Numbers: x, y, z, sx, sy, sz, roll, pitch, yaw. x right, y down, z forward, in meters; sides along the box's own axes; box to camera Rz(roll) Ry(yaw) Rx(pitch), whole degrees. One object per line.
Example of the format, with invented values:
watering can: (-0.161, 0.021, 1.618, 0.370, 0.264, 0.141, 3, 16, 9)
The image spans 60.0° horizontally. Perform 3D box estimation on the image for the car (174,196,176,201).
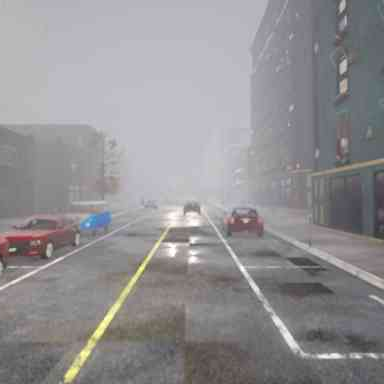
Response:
car: (-5.674, 1.860, 86.729, 1.947, 1.339, 4.313, 1, 0, 0)

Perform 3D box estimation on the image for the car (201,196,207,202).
car: (2.706, 1.800, 81.272, 1.752, 1.417, 4.829, 1, 0, 0)

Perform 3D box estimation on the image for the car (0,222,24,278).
car: (-5.753, 1.569, 7.119, 1.887, 1.381, 4.507, 1, 0, 0)

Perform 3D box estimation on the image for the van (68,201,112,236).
van: (-5.672, 1.402, 18.489, 1.690, 1.788, 3.998, 1, 0, 0)

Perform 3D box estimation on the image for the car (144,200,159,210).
car: (-5.676, 1.738, 46.922, 1.802, 1.307, 4.206, 1, 0, 0)

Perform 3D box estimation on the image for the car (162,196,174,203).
car: (-5.672, 1.694, 75.355, 1.967, 1.590, 4.097, 1, 0, 0)

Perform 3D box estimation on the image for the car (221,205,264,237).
car: (2.706, 1.502, 18.549, 1.967, 1.590, 4.097, 1, 0, 0)

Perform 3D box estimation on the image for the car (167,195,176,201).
car: (-5.672, 1.755, 92.415, 1.967, 1.590, 4.097, 1, 0, 0)

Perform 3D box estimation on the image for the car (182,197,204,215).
car: (0.002, 1.621, 34.883, 1.837, 1.490, 4.892, 0, 0, 0)

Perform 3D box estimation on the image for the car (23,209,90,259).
car: (-5.677, 1.587, 12.801, 1.887, 1.381, 4.507, 1, 0, 0)
